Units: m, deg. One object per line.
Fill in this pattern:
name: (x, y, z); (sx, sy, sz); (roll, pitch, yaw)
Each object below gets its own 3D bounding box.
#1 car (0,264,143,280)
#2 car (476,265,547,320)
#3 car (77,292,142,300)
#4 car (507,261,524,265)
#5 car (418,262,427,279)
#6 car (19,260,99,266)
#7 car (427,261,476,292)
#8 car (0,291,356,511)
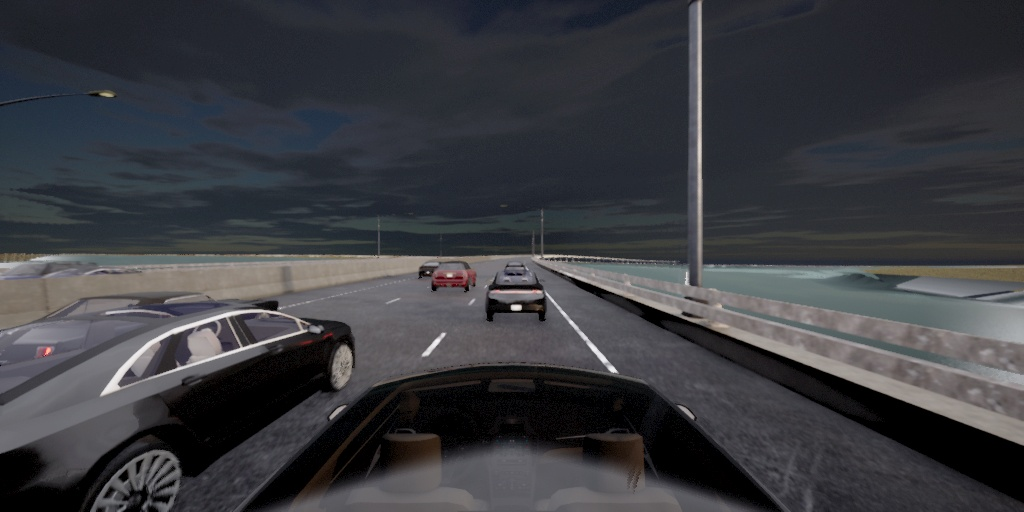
car: (-17.493, 1.214, 14.701); (2.128, 1.511, 4.902); (0, 0, 1)
car: (0.129, 1.220, 12.429); (2.128, 1.511, 4.902); (0, 0, 0)
car: (-6.890, 1.339, 7.128); (1.895, 1.301, 4.718); (0, 0, 0)
car: (0.278, 1.174, 32.081); (2.128, 1.511, 4.902); (0, 0, 1)
car: (-6.731, 1.161, 31.375); (1.882, 1.535, 5.008); (0, 0, 1)
car: (-20.974, 1.069, 15.987); (2.097, 1.767, 4.553); (0, 0, 1)
car: (-3.321, 1.060, 21.296); (2.097, 1.767, 4.553); (0, 0, 0)
car: (-3.394, 1.237, 3.791); (2.128, 1.511, 4.902); (0, 0, 0)
